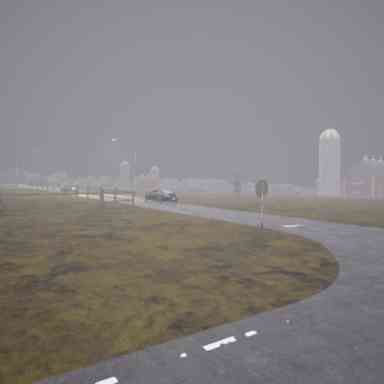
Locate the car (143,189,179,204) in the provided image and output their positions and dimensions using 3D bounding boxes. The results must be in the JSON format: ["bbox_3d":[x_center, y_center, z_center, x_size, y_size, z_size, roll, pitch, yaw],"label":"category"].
[{"bbox_3d":[-3.174,0.380,33.750,1.812,1.442,4.674,1,2,-38],"label":"car"}]

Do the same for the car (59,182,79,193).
[{"bbox_3d":[-18.515,-0.679,50.055,2.128,1.511,4.902,2,1,-36],"label":"car"}]
